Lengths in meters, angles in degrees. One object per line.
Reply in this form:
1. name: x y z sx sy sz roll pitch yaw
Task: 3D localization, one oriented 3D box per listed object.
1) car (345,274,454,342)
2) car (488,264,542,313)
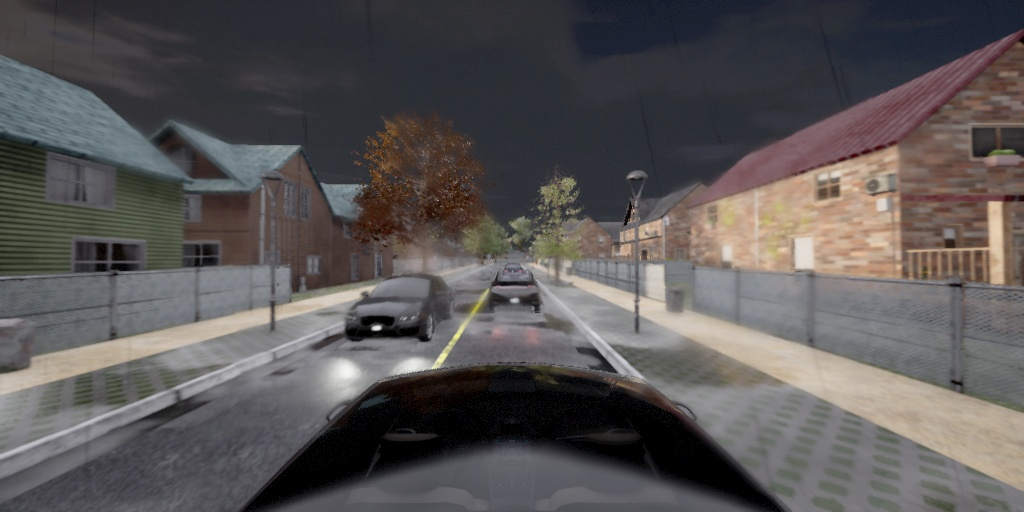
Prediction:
1. car: -2.799 1.268 9.906 1.837 1.490 4.892 0 -1 0
2. car: 0.101 1.259 14.150 2.128 1.511 4.902 0 0 0
